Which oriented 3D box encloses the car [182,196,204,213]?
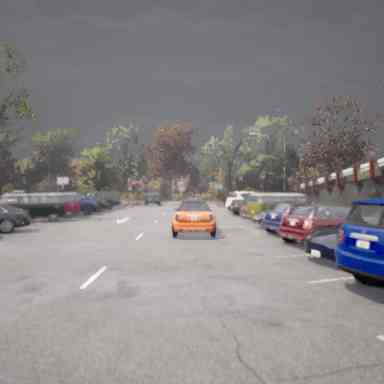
[{"bbox_3d":[0.094,1.225,34.686,2.128,1.511,4.902,0,0,0],"label":"car"}]

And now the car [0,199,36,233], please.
[{"bbox_3d":[-11.004,1.357,17.208,4.892,1.521,2.231,-1,1,-20],"label":"car"}]

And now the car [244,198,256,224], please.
[{"bbox_3d":[5.950,1.338,19.729,4.892,1.521,2.231,1,1,-20],"label":"car"}]

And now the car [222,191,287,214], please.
[{"bbox_3d":[5.968,0.991,31.836,5.566,2.045,2.435,1,0,-20],"label":"car"}]

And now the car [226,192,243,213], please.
[{"bbox_3d":[5.926,1.014,28.775,5.566,2.045,2.435,1,1,-20],"label":"car"}]

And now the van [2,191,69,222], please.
[{"bbox_3d":[-11.116,1.087,23.074,4.442,1.987,1.878,-1,1,-20],"label":"van"}]

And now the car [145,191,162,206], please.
[{"bbox_3d":[-5.434,0.864,46.659,2.150,2.045,5.566,0,0,-8],"label":"car"}]

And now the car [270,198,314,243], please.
[{"bbox_3d":[5.914,1.257,13.678,4.553,1.767,2.185,1,0,-20],"label":"car"}]

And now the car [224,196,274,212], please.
[{"bbox_3d":[5.963,1.248,34.862,4.792,1.488,2.163,1,0,-20],"label":"car"}]

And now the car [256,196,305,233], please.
[{"bbox_3d":[5.905,1.234,16.708,4.553,1.767,2.185,1,0,-20],"label":"car"}]

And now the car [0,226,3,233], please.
[{"bbox_3d":[-11.035,1.254,14.233,4.553,1.767,2.185,-1,0,-20],"label":"car"}]

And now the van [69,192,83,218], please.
[{"bbox_3d":[-11.114,1.064,26.033,4.442,1.987,1.878,-1,1,-20],"label":"van"}]

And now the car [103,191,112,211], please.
[{"bbox_3d":[-10.981,0.990,32.009,5.566,2.045,2.435,-1,0,-20],"label":"car"}]

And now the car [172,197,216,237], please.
[{"bbox_3d":[0.096,1.220,17.390,2.097,1.767,4.553,0,0,0],"label":"car"}]

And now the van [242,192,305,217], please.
[{"bbox_3d":[6.054,1.088,22.795,4.442,1.987,1.878,1,0,-20],"label":"van"}]

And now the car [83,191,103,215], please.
[{"bbox_3d":[-10.983,1.013,29.050,5.566,2.045,2.435,-1,0,-20],"label":"car"}]

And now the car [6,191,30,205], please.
[{"bbox_3d":[-26.681,0.841,51.263,2.435,2.045,5.566,0,1,-19],"label":"car"}]

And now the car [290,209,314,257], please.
[{"bbox_3d":[5.910,1.435,10.656,4.792,1.488,2.163,1,1,-20],"label":"car"}]

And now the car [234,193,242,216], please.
[{"bbox_3d":[5.978,1.164,25.778,4.553,1.767,2.185,1,1,-20],"label":"car"}]

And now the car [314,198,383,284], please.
[{"bbox_3d":[5.971,1.177,7.652,5.566,2.045,2.435,1,0,-20],"label":"car"}]

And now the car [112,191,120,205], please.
[{"bbox_3d":[-11.026,0.944,37.893,5.566,2.045,2.435,-1,1,-20],"label":"car"}]

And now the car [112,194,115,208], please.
[{"bbox_3d":[-10.985,1.247,34.978,4.792,1.488,2.163,-1,0,-20],"label":"car"}]
